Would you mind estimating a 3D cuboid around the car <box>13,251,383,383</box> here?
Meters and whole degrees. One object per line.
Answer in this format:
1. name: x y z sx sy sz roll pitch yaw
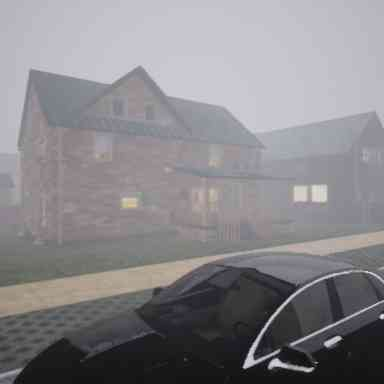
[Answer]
1. car: 0.754 1.505 3.614 4.892 1.490 1.837 0 0 -36
